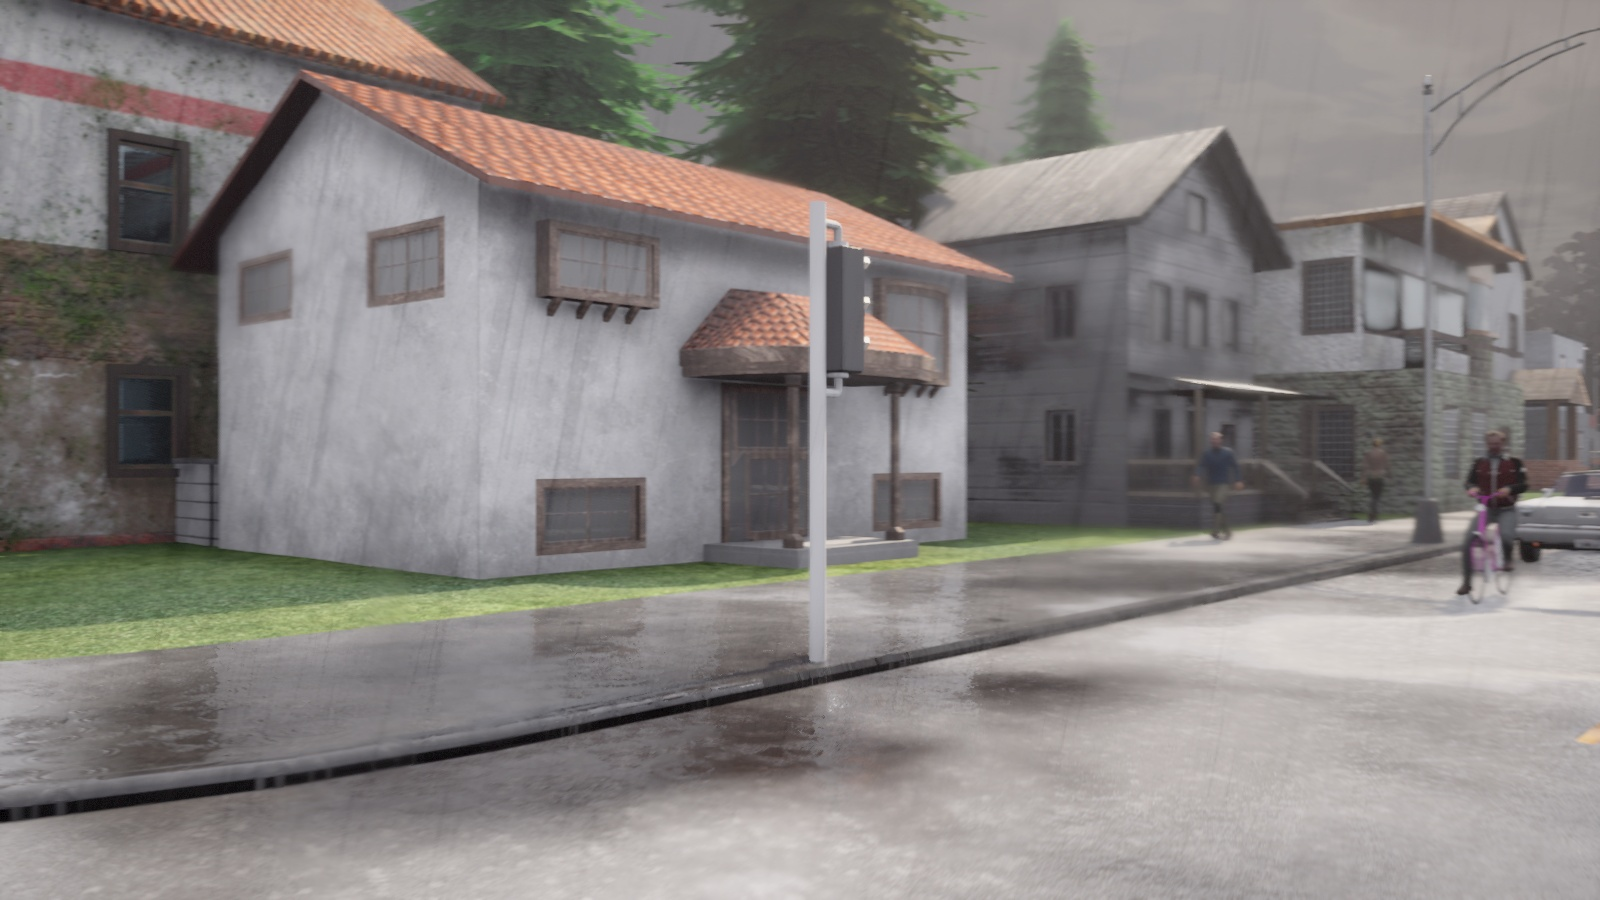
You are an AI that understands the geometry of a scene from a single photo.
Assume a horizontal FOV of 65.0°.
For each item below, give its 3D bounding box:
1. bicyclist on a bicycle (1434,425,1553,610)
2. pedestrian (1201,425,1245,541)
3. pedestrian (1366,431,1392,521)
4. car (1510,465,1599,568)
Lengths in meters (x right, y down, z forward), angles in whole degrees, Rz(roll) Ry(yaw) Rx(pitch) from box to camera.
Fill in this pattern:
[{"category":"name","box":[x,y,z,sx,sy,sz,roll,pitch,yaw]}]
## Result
[{"category":"bicyclist on a bicycle","box":[7.151,0.651,12.912,0.659,1.776,1.843,0,-1,42]},{"category":"pedestrian","box":[6.875,0.527,20.395,0.402,1.842,0.726,0,0,42]},{"category":"pedestrian","box":[12.072,0.535,26.170,0.331,1.846,0.634,0,0,39]},{"category":"car","box":[11.944,0.887,18.201,1.895,1.301,4.718,0,0,42]}]
